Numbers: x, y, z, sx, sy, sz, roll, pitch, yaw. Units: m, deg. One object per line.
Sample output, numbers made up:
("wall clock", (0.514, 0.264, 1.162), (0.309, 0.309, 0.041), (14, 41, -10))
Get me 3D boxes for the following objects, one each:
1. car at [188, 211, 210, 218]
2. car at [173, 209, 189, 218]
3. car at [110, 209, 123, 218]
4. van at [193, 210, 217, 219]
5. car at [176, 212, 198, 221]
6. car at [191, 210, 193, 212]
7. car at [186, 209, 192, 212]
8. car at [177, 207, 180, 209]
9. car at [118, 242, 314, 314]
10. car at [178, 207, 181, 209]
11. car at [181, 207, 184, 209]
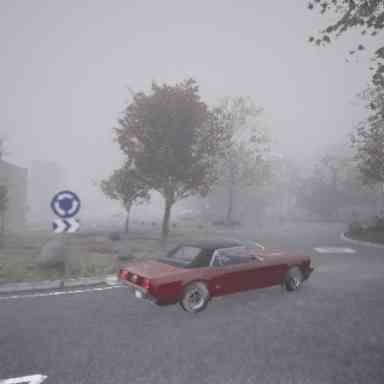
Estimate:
("car", (1.676, 5.334, 78.577), (4.792, 1.488, 2.163), (0, -2, -10))
("car", (-2.482, 5.152, 72.851), (1.812, 1.442, 4.674), (0, -2, -10))
("car", (-15.848, 4.811, 69.312), (1.812, 1.442, 4.674), (0, -3, -10))
("van", (3.019, 4.837, 70.370), (4.442, 1.987, 1.878), (0, -2, -10))
("car", (-0.945, 4.909, 63.520), (1.895, 1.301, 4.718), (1, -3, -19))
("car", (2.668, 5.174, 73.117), (4.792, 1.488, 2.163), (0, -2, -10))
("car", (1.960, 5.220, 75.811), (5.366, 1.575, 1.946), (0, -2, -10))
("car", (-1.328, 5.832, 94.950), (4.674, 1.452, 2.002), (0, -2, -10))
("car", (0.753, 1.865, 8.104), (4.718, 1.301, 1.895), (1, -4, -32))
("car", (-0.834, 5.710, 92.219), (5.008, 1.535, 2.097), (0, -2, -10))
("car", (0.193, 5.422, 86.770), (4.553, 1.767, 2.185), (0, -2, -10))
